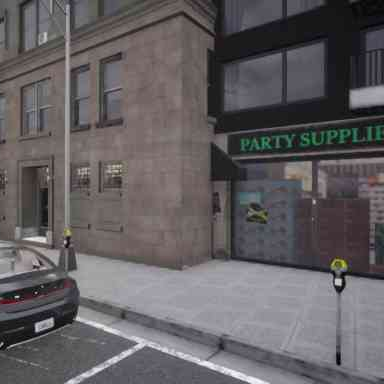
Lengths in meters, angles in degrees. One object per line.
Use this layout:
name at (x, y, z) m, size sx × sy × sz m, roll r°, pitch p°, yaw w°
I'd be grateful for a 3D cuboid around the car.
car at (-3.762, 1.551, 5.726) m, size 4.403 × 1.369 × 2.008 m, roll 0°, pitch 0°, yaw 35°
